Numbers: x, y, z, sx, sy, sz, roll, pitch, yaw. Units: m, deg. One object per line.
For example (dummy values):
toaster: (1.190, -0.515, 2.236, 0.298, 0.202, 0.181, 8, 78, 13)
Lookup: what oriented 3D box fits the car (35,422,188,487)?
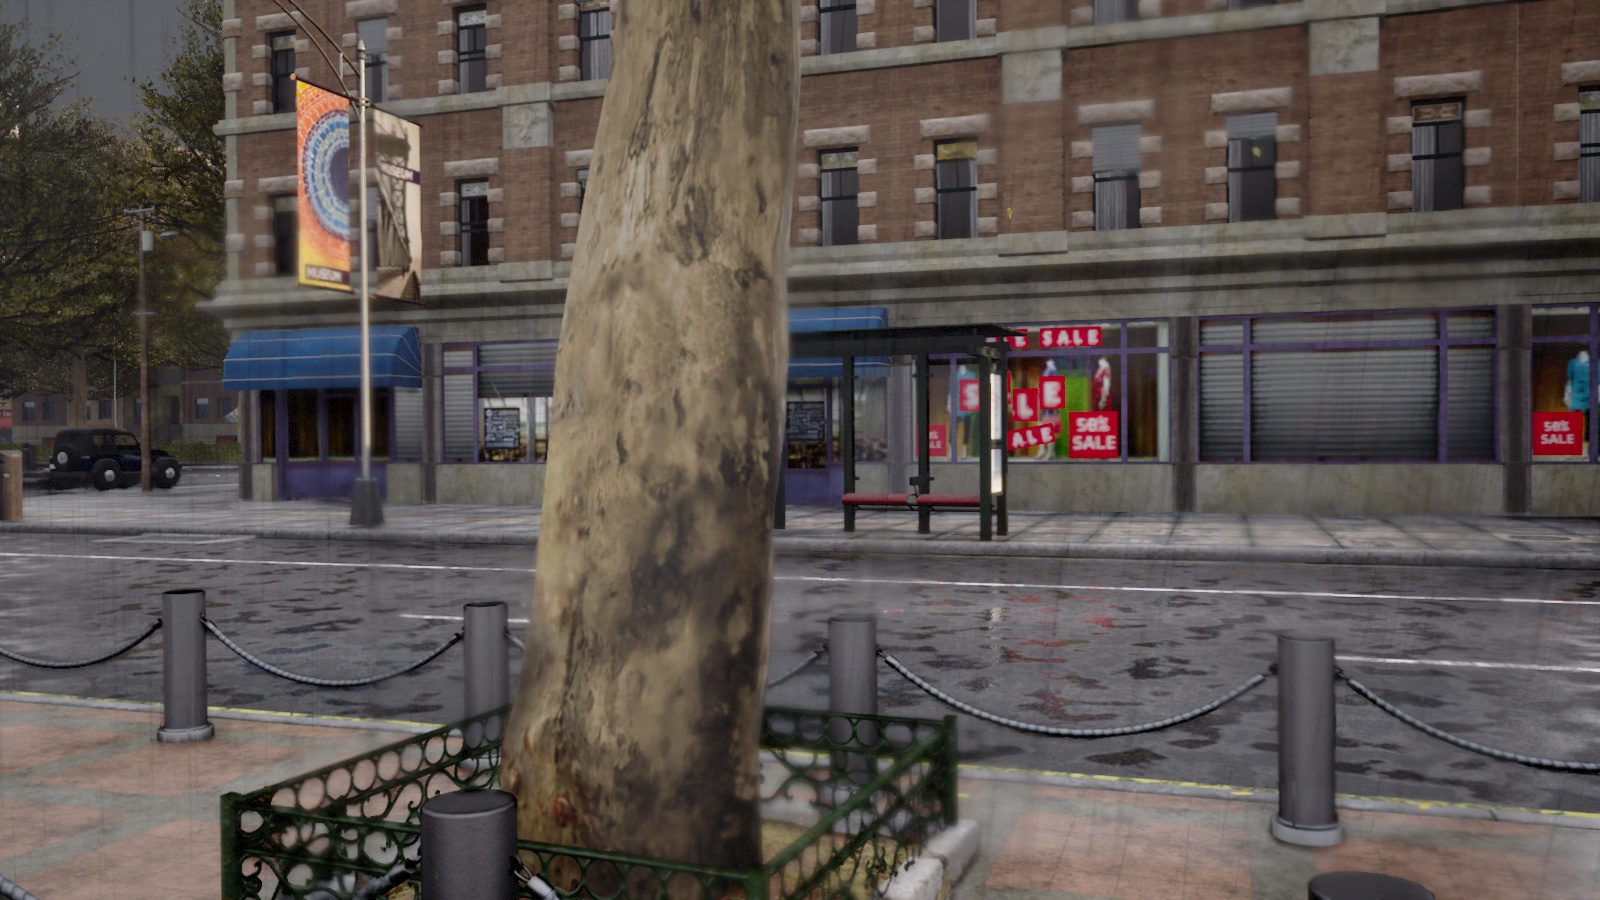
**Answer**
car: (-21.113, 0.098, 38.684, 1.905, 1.878, 3.866, 0, 1, 18)
